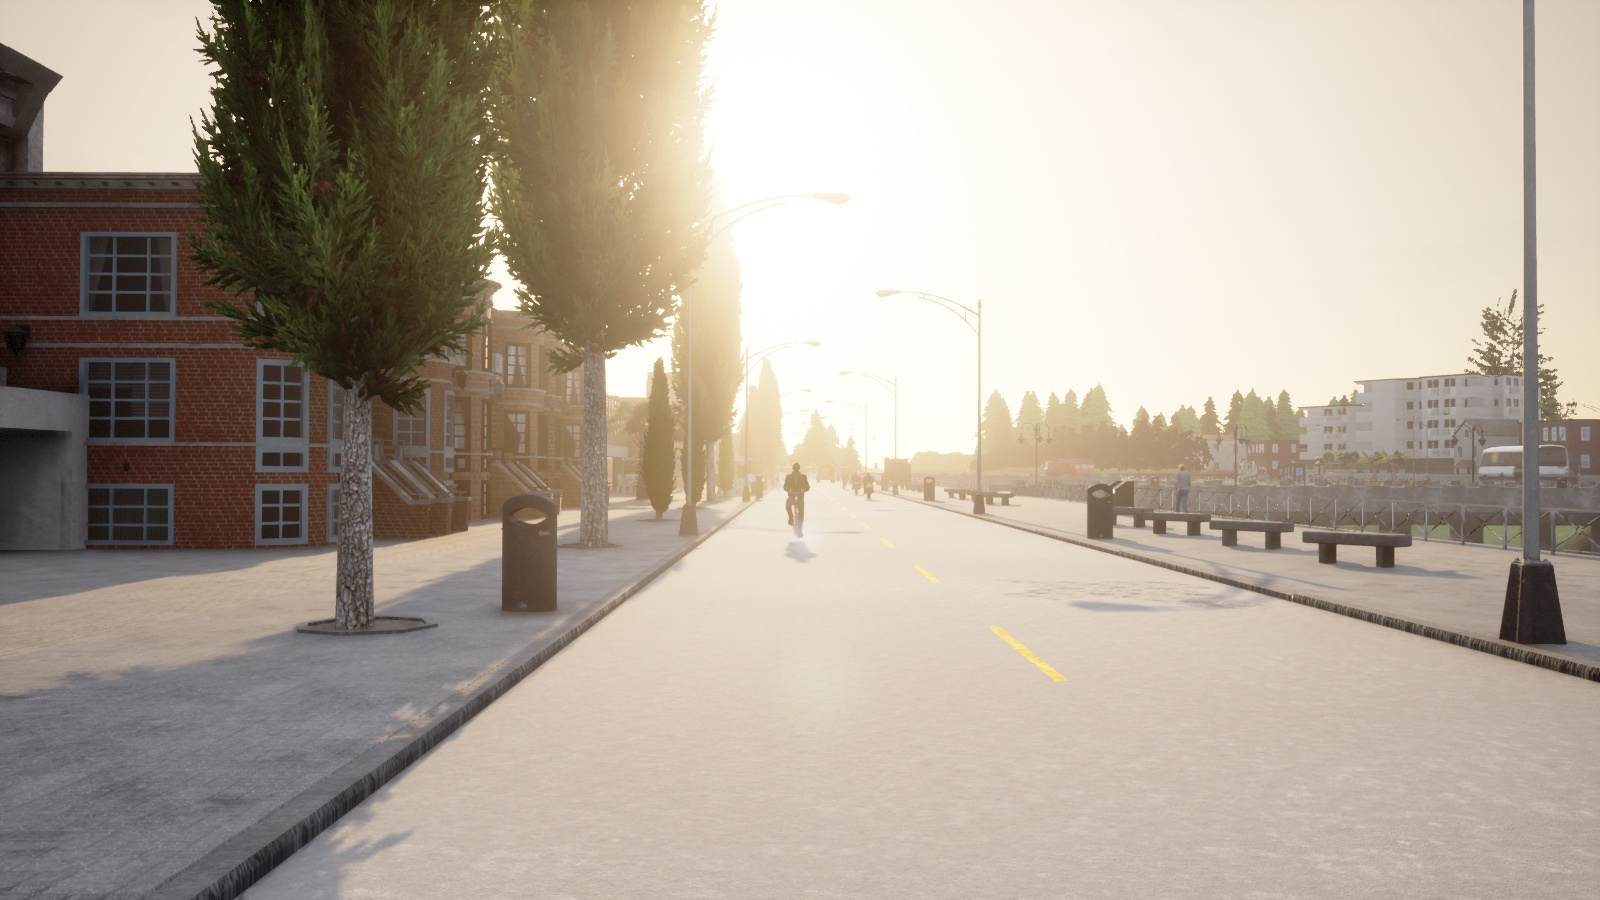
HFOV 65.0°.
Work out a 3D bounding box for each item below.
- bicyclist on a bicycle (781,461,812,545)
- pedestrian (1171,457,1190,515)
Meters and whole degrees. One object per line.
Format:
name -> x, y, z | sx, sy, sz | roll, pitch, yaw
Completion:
bicyclist on a bicycle -> -0.075, 1.147, 27.535 | 0.659, 1.776, 1.843 | 0, -1, 0
pedestrian -> 12.143, 1.147, 40.063 | 0.354, 1.836, 0.706 | 0, -1, -2
